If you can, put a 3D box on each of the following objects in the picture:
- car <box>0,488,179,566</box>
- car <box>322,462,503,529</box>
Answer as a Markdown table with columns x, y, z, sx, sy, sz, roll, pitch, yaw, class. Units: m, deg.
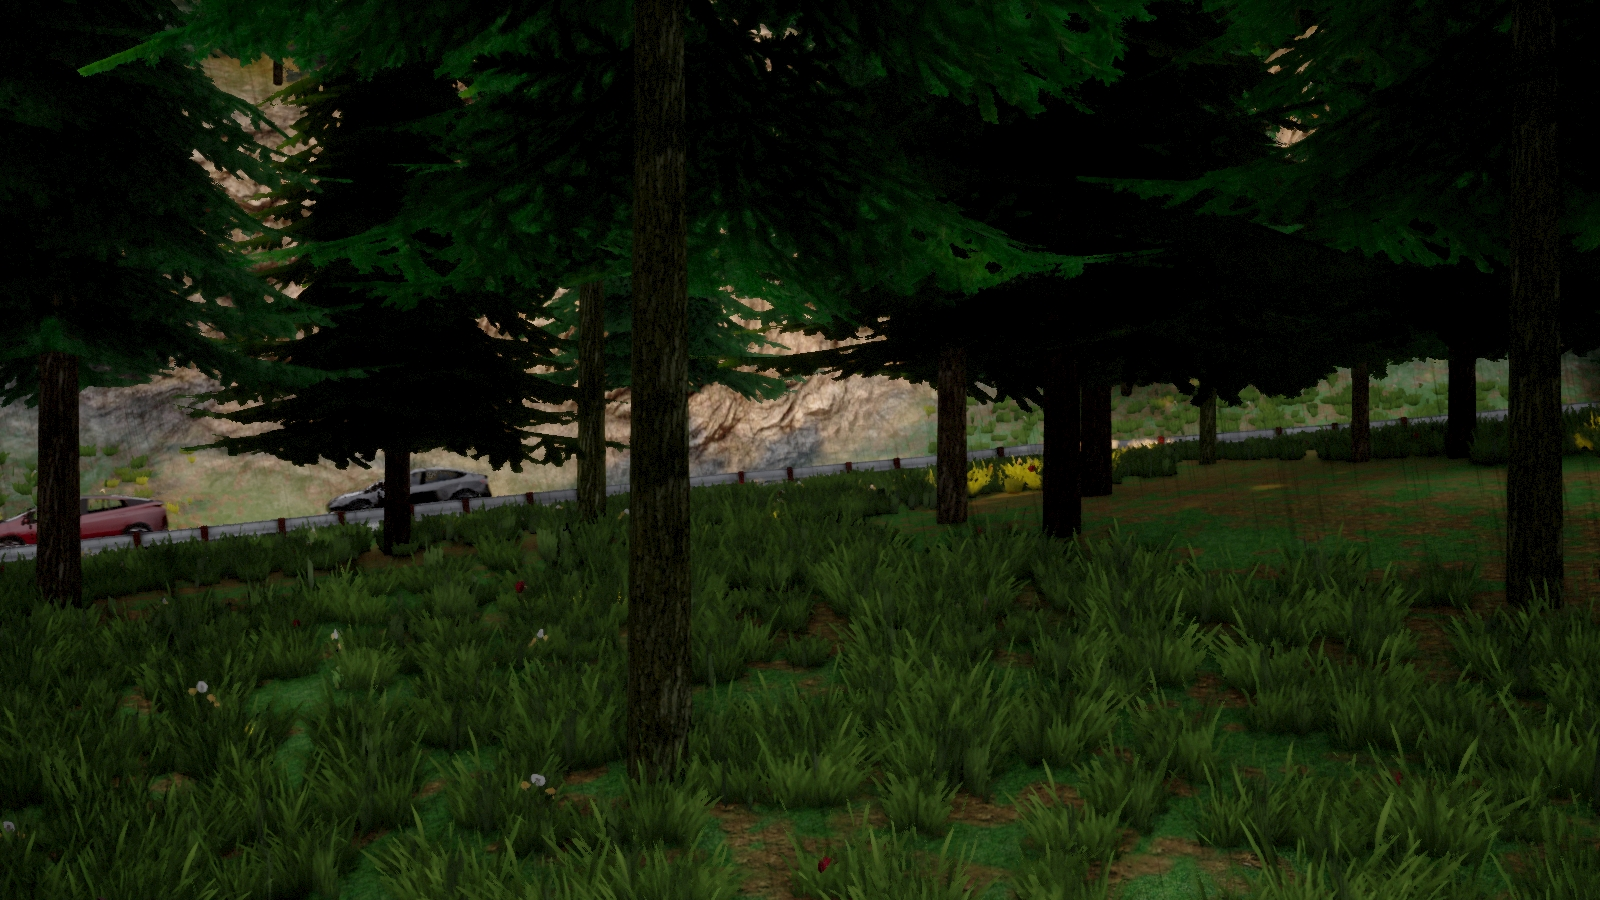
| x | y | z | sx | sy | sz | roll | pitch | yaw | class |
| --- | --- | --- | --- | --- | --- | --- | --- | --- | --- |
| -19.137 | 1.987 | 30.084 | 4.514 | 1.525 | 2.007 | -6 | 3 | -37 | car |
| -11.815 | 1.328 | 34.902 | 4.792 | 1.488 | 2.163 | -5 | 3 | -30 | car |
